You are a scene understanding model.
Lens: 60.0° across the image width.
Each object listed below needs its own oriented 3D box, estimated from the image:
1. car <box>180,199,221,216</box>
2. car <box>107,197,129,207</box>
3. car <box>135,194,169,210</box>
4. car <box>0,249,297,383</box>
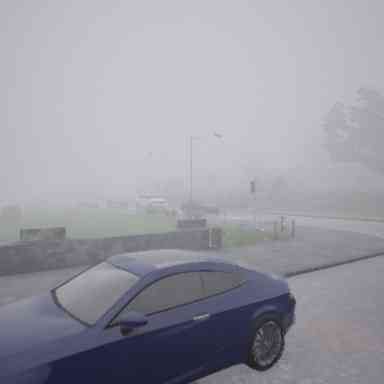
[{"bbox_3d":[0.785,1.478,33.139,1.882,1.535,5.008,0,0,-36],"label":"car"},{"bbox_3d":[-11.225,1.478,50.044,1.882,1.535,5.008,0,0,-35],"label":"car"},{"bbox_3d":[-5.079,1.221,41.366,2.150,2.045,5.566,0,0,-36],"label":"car"},{"bbox_3d":[-0.620,1.526,4.149,4.674,1.442,1.812,0,0,-36],"label":"car"}]
